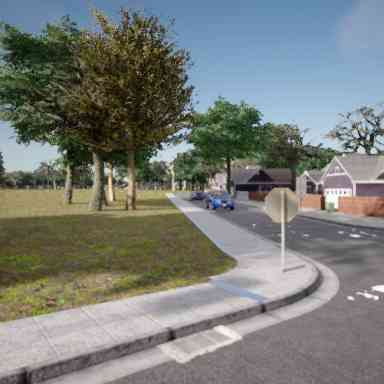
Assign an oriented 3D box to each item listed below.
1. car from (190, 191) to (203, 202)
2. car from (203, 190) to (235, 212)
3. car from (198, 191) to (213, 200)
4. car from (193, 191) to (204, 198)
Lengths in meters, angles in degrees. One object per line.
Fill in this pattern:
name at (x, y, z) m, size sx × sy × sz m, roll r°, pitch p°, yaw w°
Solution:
car at (0.695, 0.806, 54.749) m, size 1.882 × 1.535 × 5.008 m, roll -1°, pitch 1°, yaw -6°
car at (2.797, 0.843, 34.034) m, size 2.150 × 2.045 × 5.566 m, roll -1°, pitch 1°, yaw -6°
car at (2.564, 0.639, 64.641) m, size 2.128 × 1.511 × 4.902 m, roll -1°, pitch 1°, yaw -6°
car at (1.430, 0.484, 74.652) m, size 1.837 × 1.490 × 4.892 m, roll -1°, pitch 1°, yaw -6°
